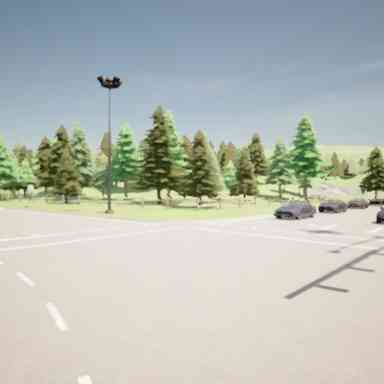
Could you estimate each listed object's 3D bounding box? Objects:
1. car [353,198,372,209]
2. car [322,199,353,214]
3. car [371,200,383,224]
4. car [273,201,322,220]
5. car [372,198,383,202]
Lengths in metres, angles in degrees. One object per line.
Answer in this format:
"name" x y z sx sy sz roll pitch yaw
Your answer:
"car" 21.404 1.489 43.057 1.994 1.385 4.181 1 0 39
"car" 15.042 1.470 35.361 2.033 1.411 5.357 1 0 39
"car" 14.503 1.541 23.684 1.994 1.385 4.181 1 0 39
"car" 8.664 1.468 27.605 2.033 1.411 5.357 1 0 39
"car" 29.254 1.530 52.505 1.895 1.301 4.718 1 0 40
